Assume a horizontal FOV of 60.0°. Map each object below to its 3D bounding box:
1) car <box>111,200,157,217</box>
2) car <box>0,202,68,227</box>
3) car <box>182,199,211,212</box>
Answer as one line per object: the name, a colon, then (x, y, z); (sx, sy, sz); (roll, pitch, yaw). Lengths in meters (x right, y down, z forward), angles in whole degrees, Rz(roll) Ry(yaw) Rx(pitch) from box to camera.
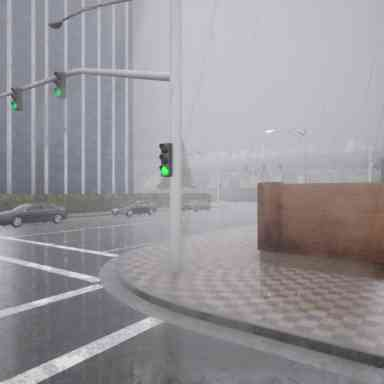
car: (-5.298, 1.492, 30.968); (2.128, 1.511, 4.902); (0, 0, 35)
car: (-11.008, 1.505, 22.940); (1.837, 1.490, 4.892); (0, 0, 35)
car: (0.480, 1.564, 39.072); (1.994, 1.385, 4.181); (0, 0, 35)
